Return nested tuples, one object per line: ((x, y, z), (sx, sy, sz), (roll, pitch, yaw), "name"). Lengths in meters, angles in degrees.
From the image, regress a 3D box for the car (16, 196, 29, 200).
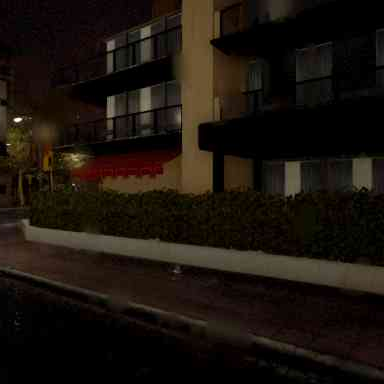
((-36.129, 1.481, 67.948), (4.892, 1.521, 2.231), (0, 0, 36), "car")
